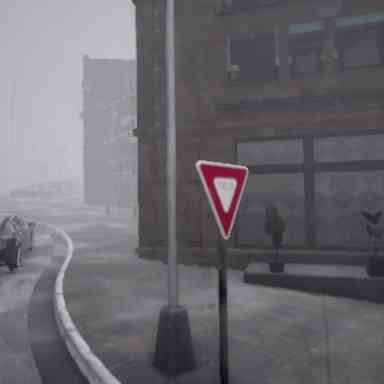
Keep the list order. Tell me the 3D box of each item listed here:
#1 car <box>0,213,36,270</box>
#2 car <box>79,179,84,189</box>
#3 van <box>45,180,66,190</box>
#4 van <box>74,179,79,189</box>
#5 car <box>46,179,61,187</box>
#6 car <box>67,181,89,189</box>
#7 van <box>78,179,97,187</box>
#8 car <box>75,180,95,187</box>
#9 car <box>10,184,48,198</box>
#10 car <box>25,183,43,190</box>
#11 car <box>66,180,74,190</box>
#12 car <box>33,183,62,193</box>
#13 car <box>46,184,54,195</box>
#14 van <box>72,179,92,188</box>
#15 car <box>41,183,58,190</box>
[{"bbox_3d":[-6.219,1.430,10.459,1.837,1.490,4.892,0,1,-19],"label":"car"},{"bbox_3d":[-26.674,-1.734,75.440,5.566,2.045,2.435,-1,4,-23],"label":"car"},{"bbox_3d":[-25.672,-0.749,60.305,4.442,1.987,1.878,-1,4,-23],"label":"van"},{"bbox_3d":[-26.436,-1.320,69.307,4.442,1.987,1.878,-1,4,-23],"label":"van"},{"bbox_3d":[-35.604,-2.372,85.834,2.097,1.767,4.553,-1,4,-3],"label":"car"},{"bbox_3d":[-26.889,-1.673,78.473,4.892,1.521,2.231,-1,4,-23],"label":"car"},{"bbox_3d":[-27.540,-2.474,87.512,4.442,1.987,1.878,-1,4,-23],"label":"van"},{"bbox_3d":[-27.282,-2.184,84.526,4.553,1.767,2.185,-1,4,-23],"label":"car"},{"bbox_3d":[-25.237,0.057,51.170,4.892,1.521,2.231,-1,4,-23],"label":"car"},{"bbox_3d":[-34.846,-1.238,73.393,1.895,1.301,4.718,-1,4,-3],"label":"car"},{"bbox_3d":[-25.986,-0.963,63.272,5.566,2.045,2.435,-1,4,-23],"label":"car"},{"bbox_3d":[-25.766,-0.328,57.161,5.366,1.575,1.946,-1,4,-23],"label":"car"},{"bbox_3d":[-25.410,-0.096,54.204,4.674,1.452,2.002,-1,4,-23],"label":"car"},{"bbox_3d":[-26.962,-2.094,81.545,4.442,1.987,1.878,-1,4,-23],"label":"van"},{"bbox_3d":[-31.625,-1.326,73.971,1.994,1.385,4.181,-1,4,-3],"label":"car"}]
